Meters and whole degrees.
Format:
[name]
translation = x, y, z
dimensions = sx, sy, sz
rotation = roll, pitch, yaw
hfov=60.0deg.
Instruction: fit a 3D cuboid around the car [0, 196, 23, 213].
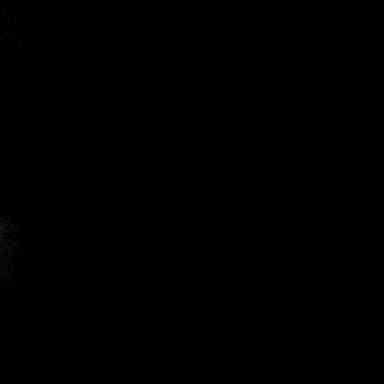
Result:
[car]
translation = -17.621, 1.309, 33.616
dimensions = 1.812, 1.442, 4.674
rotation = -2, 0, 34
